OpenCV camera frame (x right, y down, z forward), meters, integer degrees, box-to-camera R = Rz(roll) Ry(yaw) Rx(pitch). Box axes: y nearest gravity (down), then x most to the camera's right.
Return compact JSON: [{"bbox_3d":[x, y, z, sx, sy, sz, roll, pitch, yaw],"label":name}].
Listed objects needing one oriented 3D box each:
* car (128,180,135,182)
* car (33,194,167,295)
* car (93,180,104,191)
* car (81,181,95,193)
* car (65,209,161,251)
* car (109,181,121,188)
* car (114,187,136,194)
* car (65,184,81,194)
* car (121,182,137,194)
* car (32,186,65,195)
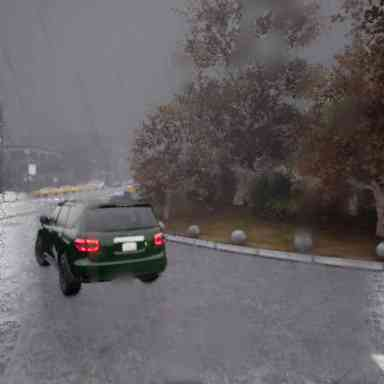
[{"bbox_3d":[-16.496,-2.560,90.544,2.231,1.521,4.892,0,4,9],"label":"car"},{"bbox_3d":[-2.706,1.192,9.025,2.150,2.045,5.566,0,0,-33],"label":"car"},{"bbox_3d":[-20.047,-1.388,68.726,2.435,2.045,5.566,0,4,9],"label":"car"},{"bbox_3d":[-20.978,-0.767,63.021,1.946,1.575,5.366,0,4,9],"label":"car"},{"bbox_3d":[-3.642,1.550,14.757,4.718,1.301,1.895,0,0,44],"label":"car"},{"bbox_3d":[-18.277,-1.819,79.625,2.163,1.488,4.792,0,4,9],"label":"car"},{"bbox_3d":[-8.840,0.531,42.007,1.812,1.442,4.674,0,4,5],"label":"car"},{"bbox_3d":[-21.864,-0.411,57.579,1.946,1.575,5.366,0,4,9],"label":"car"},{"bbox_3d":[-9.999,-0.469,57.108,1.882,1.535,5.008,0,3,9],"label":"car"},{"bbox_3d":[-22.759,-0.053,52.141,1.946,1.575,5.366,0,4,9],"label":"car"}]
